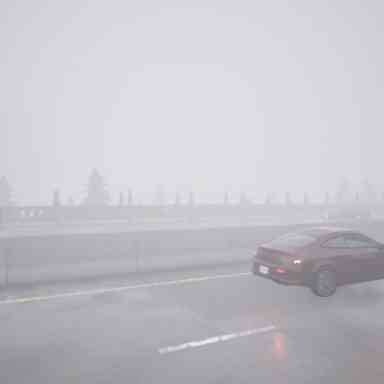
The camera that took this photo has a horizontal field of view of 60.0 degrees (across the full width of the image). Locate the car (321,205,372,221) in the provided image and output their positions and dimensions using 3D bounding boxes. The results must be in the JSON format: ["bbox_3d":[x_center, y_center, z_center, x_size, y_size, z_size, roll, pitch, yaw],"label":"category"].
[{"bbox_3d":[13.531,1.885,29.154,4.902,1.511,2.128,0,-1,-26],"label":"car"}]

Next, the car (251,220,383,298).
[{"bbox_3d":[3.729,1.644,8.668,4.674,1.442,1.812,1,-1,-26],"label":"car"}]
